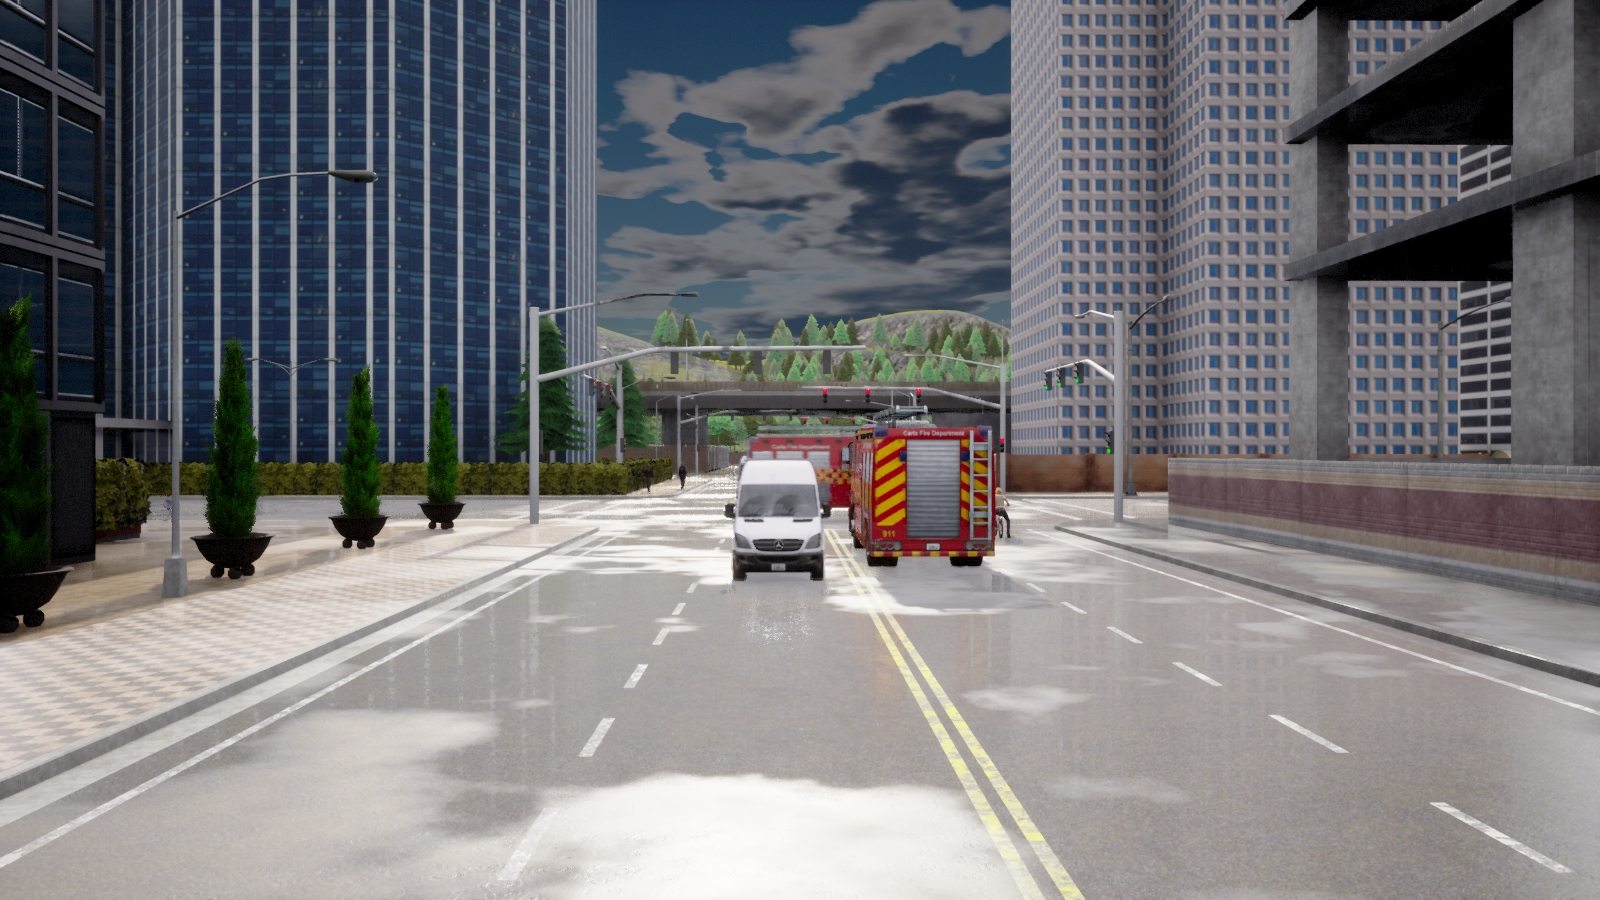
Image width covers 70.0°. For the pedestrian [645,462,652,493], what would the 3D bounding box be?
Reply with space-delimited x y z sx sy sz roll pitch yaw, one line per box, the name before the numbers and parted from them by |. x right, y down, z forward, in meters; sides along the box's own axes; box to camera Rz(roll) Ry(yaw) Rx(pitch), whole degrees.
pedestrian | -9.259 1.696 69.974 0.375 1.860 0.375 0 0 -3

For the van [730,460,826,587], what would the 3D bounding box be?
van | -0.500 1.534 26.447 1.988 2.561 5.915 0 0 -1

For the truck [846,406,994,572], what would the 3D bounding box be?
truck | 2.932 0.891 30.480 2.891 3.827 8.468 0 0 -1

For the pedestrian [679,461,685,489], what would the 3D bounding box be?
pedestrian | -7.936 1.696 77.092 0.375 1.860 0.375 0 0 -3

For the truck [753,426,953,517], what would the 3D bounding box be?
truck | 2.201 0.891 49.597 8.468 3.827 2.891 0 0 -2

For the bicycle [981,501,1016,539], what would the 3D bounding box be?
bicycle | 6.346 2.233 36.588 0.859 1.126 1.487 0 0 -1

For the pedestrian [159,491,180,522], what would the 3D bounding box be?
pedestrian | -23.111 2.076 41.872 0.500 1.100 0.500 0 0 -3
